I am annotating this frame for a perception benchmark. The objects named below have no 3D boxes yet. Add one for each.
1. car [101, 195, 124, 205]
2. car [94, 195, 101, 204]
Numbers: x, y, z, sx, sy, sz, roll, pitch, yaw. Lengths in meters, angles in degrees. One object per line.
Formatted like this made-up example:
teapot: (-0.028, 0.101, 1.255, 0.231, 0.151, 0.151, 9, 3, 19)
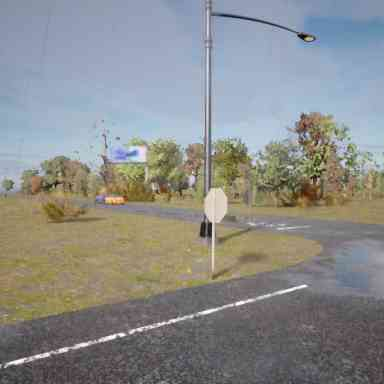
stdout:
car: (-13.152, 1.256, 56.156, 2.097, 1.767, 4.553, 0, 0, -33)
car: (-16.371, 1.245, 60.863, 2.097, 1.767, 4.553, 0, 0, -34)
